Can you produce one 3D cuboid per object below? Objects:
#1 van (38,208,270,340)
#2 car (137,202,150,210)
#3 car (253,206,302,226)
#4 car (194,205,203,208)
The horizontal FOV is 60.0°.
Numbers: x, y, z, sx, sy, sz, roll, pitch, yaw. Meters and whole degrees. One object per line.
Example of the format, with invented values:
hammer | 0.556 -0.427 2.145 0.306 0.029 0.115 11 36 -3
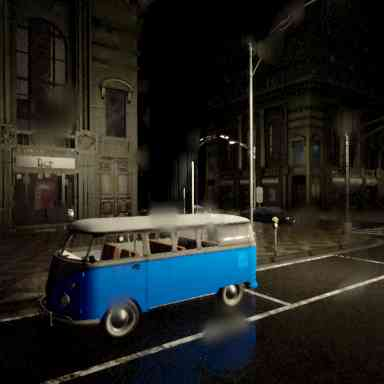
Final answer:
van | -0.584 1.341 6.257 3.998 1.788 1.690 0 0 -36
car | -7.364 2.200 44.992 1.837 1.490 4.892 0 0 -35
car | 5.984 1.846 26.438 2.033 1.411 5.357 0 -1 -36
car | 0.188 2.035 34.484 1.994 1.385 4.181 0 -1 -36
